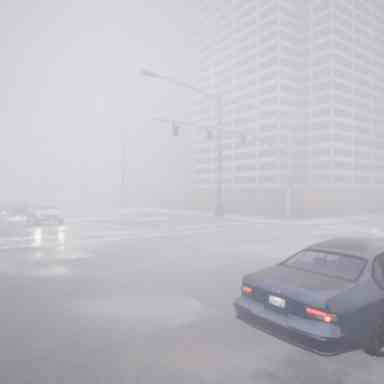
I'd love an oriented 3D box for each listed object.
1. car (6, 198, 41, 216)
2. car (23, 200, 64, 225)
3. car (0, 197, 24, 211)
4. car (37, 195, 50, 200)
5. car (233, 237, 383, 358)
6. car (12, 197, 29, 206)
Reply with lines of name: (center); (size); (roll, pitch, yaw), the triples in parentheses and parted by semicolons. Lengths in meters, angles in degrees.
car: (-16.419, 1.574, 32.254); (1.994, 1.385, 4.181); (0, 0, -35)
car: (-10.726, 1.537, 24.180); (1.812, 1.442, 4.674); (0, 0, -35)
car: (-22.375, 1.557, 40.707); (2.033, 1.411, 5.357); (0, 0, -35)
car: (-26.749, 1.378, 59.216); (2.097, 1.767, 4.553); (0, 0, -35)
car: (3.209, 1.562, 6.037); (5.357, 1.411, 2.033); (0, 0, -36)
car: (-29.364, 1.581, 57.009); (1.994, 1.385, 4.181); (0, 0, -35)
